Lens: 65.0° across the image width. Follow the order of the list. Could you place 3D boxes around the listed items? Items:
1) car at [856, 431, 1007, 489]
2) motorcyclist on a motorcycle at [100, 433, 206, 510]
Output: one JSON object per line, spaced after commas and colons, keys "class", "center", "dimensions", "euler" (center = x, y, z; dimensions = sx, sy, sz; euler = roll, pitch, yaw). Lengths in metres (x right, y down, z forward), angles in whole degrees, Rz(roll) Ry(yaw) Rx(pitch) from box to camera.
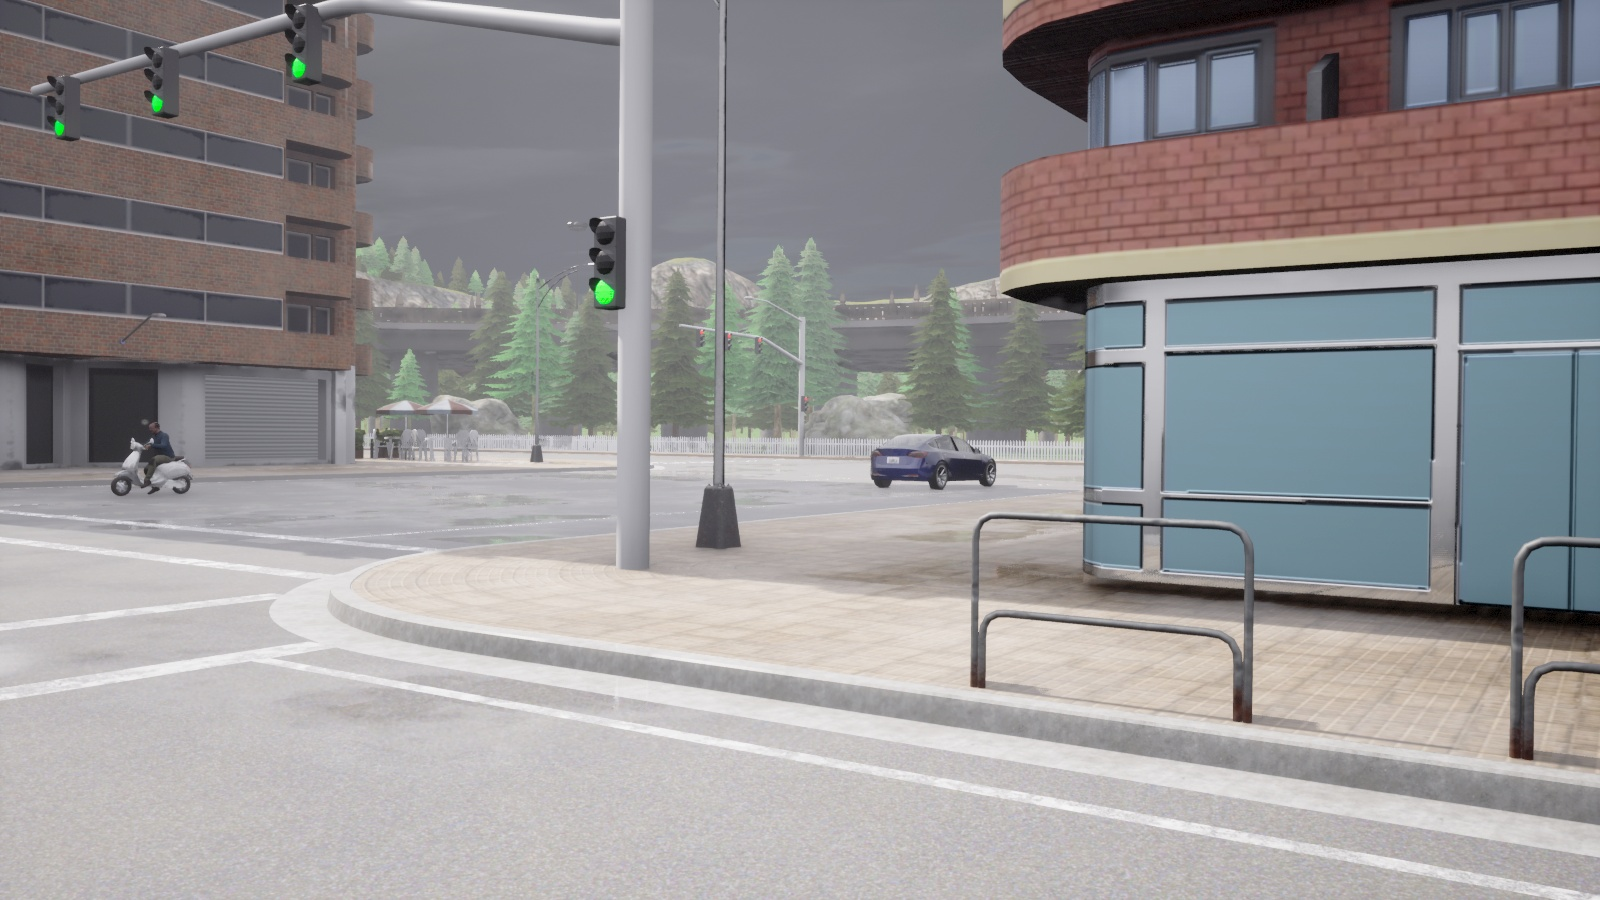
{"class": "car", "center": [3.731, 0.222, 34.811], "dimensions": [2.163, 1.488, 4.792], "euler": [0, 1, 34]}
{"class": "motorcyclist on a motorcycle", "center": [-14.009, 0.440, 27.231], "dimensions": [0.866, 1.590, 1.817], "euler": [0, 1, 34]}
